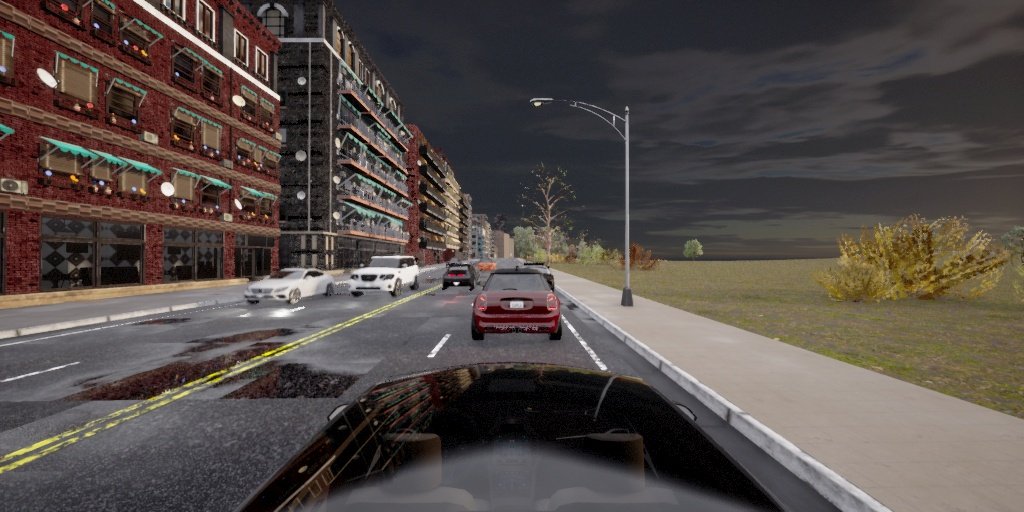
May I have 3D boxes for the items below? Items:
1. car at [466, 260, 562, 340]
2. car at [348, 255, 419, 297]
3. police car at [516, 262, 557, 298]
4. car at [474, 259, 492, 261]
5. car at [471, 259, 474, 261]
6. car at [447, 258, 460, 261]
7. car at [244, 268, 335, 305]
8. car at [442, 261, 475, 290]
[{"bbox_3d":[0.114,1.103,10.096,2.097,1.767,4.553,0,0,0],"label":"car"},{"bbox_3d":[-6.562,0.973,19.099,2.150,2.045,5.566,0,0,0],"label":"car"},{"bbox_3d":[1.177,1.177,19.592,1.930,1.638,5.238,0,0,0],"label":"police car"},{"bbox_3d":[-3.055,1.103,44.318,2.097,1.767,4.553,0,0,2],"label":"car"},{"bbox_3d":[-6.427,1.275,62.290,1.812,1.442,4.674,0,0,1],"label":"car"},{"bbox_3d":[-9.693,1.101,59.678,2.097,1.767,4.553,0,0,0],"label":"car"},{"bbox_3d":[-9.817,1.277,16.303,1.812,1.442,4.674,0,0,0],"label":"car"},{"bbox_3d":[-3.103,1.257,22.445,1.837,1.490,4.892,0,0,0],"label":"car"}]
